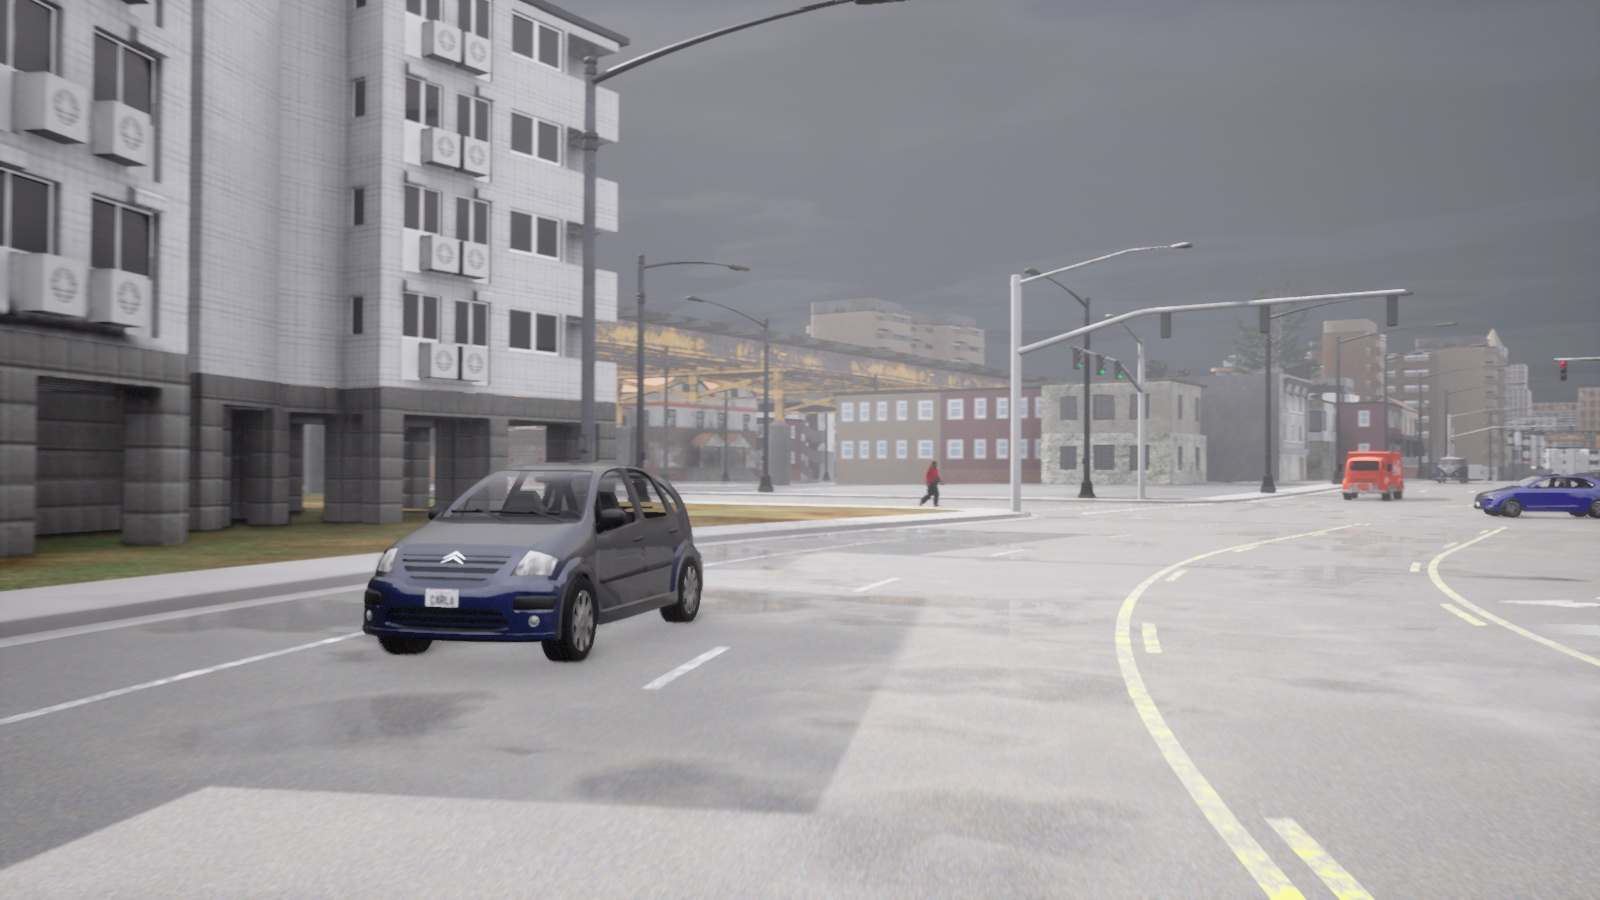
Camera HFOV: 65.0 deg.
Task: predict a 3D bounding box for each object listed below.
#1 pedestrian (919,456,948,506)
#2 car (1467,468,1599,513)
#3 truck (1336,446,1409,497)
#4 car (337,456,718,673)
[{"bbox_3d":[4.954,1.148,46.558,0.899,1.844,0.634,-1,-1,31],"label":"pedestrian"},{"bbox_3d":[25.384,1.365,42.901,4.193,1.474,1.816,0,-1,9],"label":"car"},{"bbox_3d":[29.526,1.069,64.702,2.627,2.467,5.204,-1,0,33],"label":"truck"},{"bbox_3d":[-2.239,0.888,11.528,1.851,1.617,3.988,0,-1,14],"label":"car"}]
